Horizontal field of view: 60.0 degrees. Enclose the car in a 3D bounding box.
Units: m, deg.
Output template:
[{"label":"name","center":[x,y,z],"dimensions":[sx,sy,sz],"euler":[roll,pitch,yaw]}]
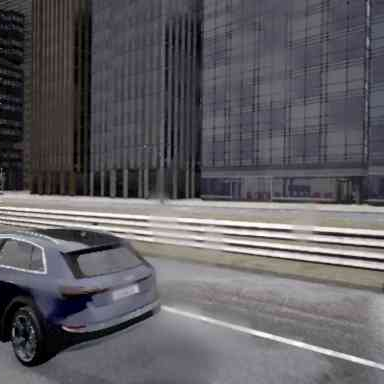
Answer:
[{"label":"car","center":[-2.726,1.414,5.819],"dimensions":[4.856,1.649,2.033],"euler":[0,0,36]}]
